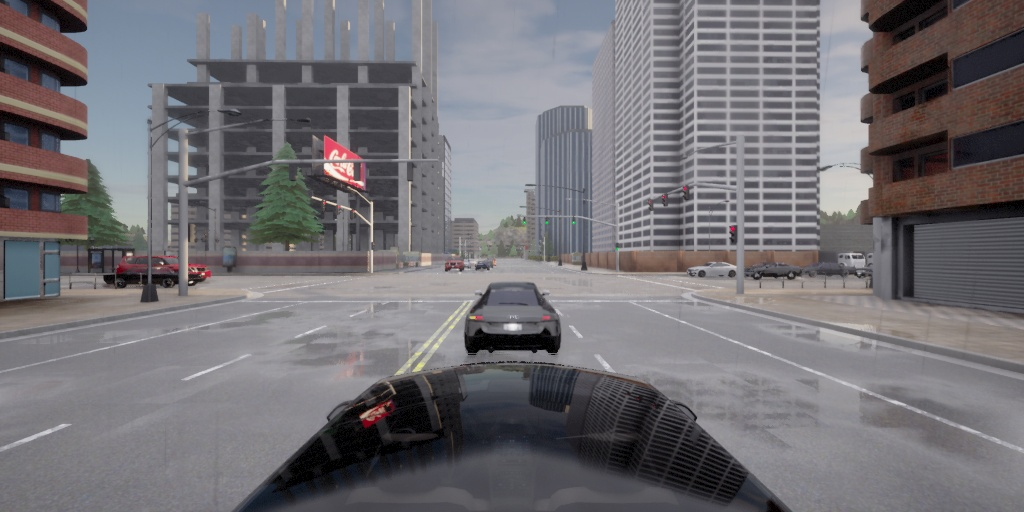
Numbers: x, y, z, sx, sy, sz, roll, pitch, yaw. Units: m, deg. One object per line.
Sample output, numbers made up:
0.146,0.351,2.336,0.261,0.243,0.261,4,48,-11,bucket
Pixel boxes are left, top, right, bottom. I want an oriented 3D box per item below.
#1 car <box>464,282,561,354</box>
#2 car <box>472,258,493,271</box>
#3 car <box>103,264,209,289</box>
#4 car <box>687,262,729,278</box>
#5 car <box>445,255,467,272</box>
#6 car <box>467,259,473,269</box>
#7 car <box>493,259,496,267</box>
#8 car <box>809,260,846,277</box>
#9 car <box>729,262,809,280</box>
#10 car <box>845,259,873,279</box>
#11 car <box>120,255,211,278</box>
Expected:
0.008,1.314,8.791,1.994,1.385,4.181,0,0,0,car
-4.048,1.351,50.038,1.895,1.301,4.718,0,0,-1,car
-22.576,1.351,22.745,4.718,1.301,1.895,0,0,-1,car
19.089,1.276,34.042,4.674,1.442,1.812,0,0,-1,car
-7.558,0.971,47.587,2.150,2.045,5.566,0,0,-4,car
-7.605,1.275,57.265,1.812,1.442,4.674,0,0,0,car
-4.122,1.314,59.963,1.994,1.385,4.181,0,0,0,car
29.671,1.297,34.210,5.357,1.411,2.033,0,0,-1,car
21.854,1.241,30.601,4.902,1.511,2.128,0,0,-1,car
32.227,1.241,30.739,4.902,1.511,2.128,0,0,-1,car
-25.382,0.972,26.202,5.566,2.045,2.150,0,0,-1,car
